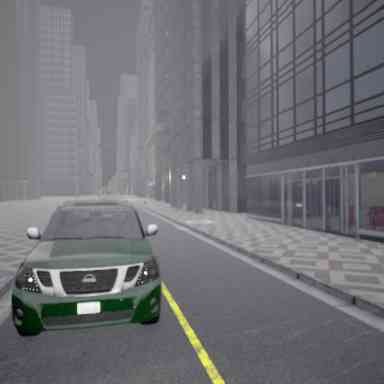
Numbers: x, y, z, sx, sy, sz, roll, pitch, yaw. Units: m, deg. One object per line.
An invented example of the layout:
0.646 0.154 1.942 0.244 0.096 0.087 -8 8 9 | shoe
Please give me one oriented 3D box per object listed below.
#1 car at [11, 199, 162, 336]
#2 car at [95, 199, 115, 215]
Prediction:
-2.056 1.217 7.190 2.150 2.045 5.566 0 0 -14 | car
-8.966 1.510 34.419 1.812 1.442 4.674 0 0 -14 | car
